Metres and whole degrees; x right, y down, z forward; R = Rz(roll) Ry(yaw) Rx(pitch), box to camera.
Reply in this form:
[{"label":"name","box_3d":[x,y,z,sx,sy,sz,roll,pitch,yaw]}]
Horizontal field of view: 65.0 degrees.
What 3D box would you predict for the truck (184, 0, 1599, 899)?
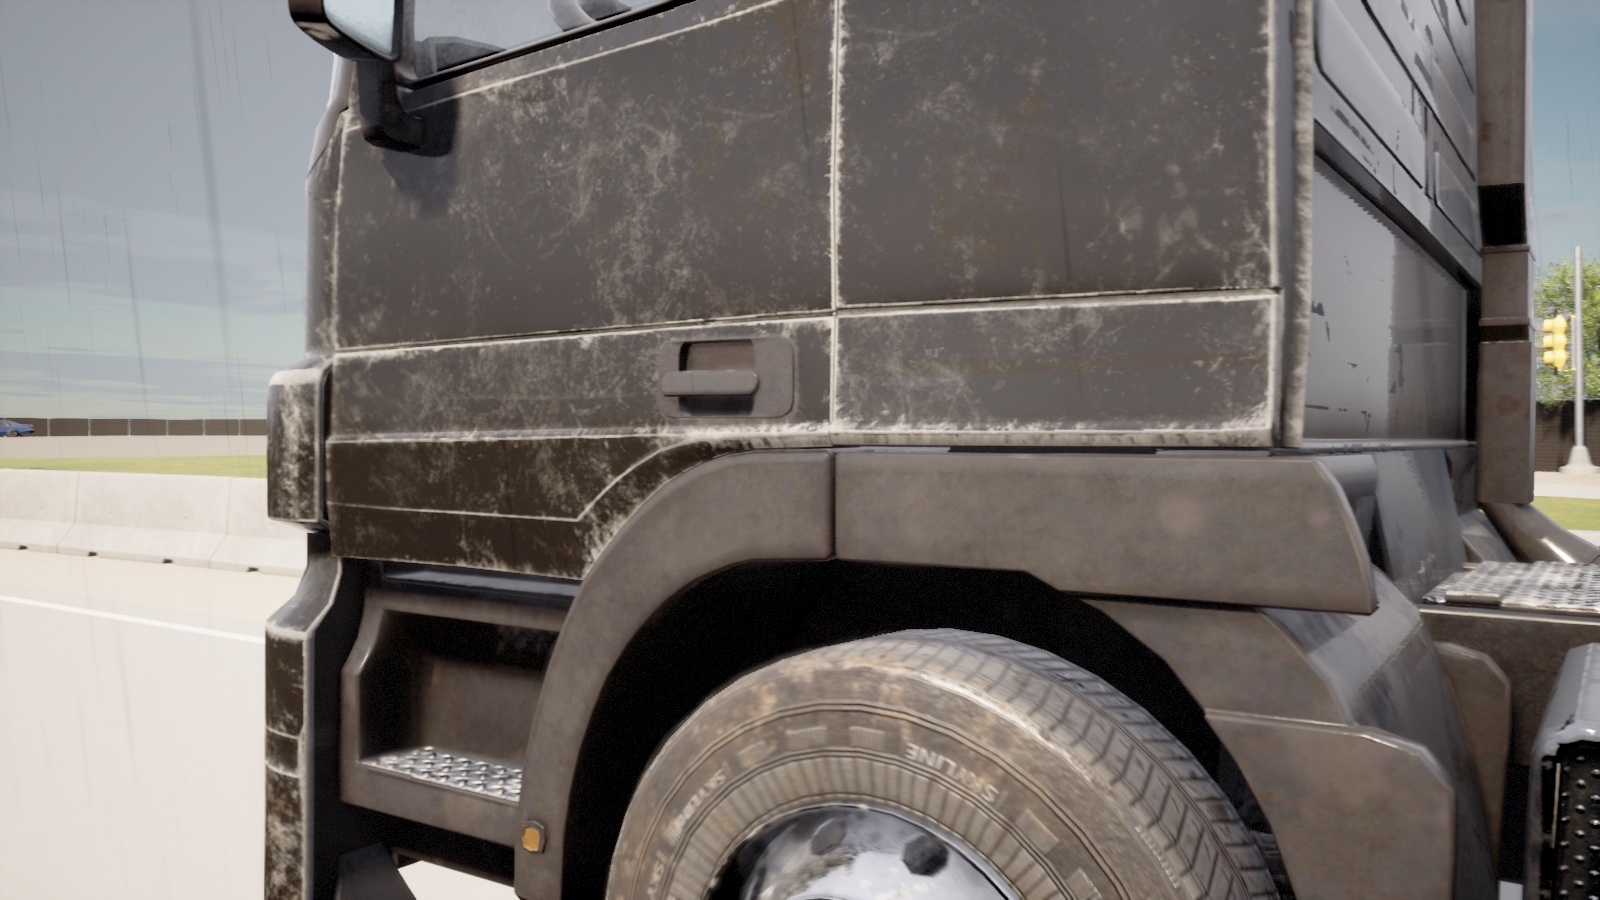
[{"label":"truck","box_3d":[2.761,-0.300,1.770,7.936,3.462,2.891,0,1,34]}]
